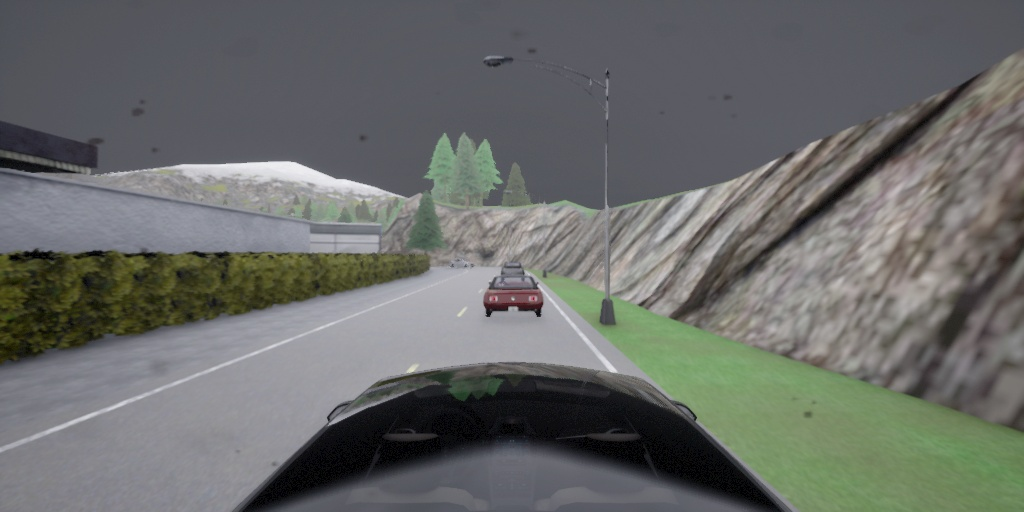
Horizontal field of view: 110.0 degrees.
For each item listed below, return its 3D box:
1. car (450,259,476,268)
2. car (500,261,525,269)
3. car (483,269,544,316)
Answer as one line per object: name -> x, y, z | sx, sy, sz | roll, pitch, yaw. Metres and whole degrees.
car -> -7.741, 1.149, 55.972 | 4.674, 1.442, 1.812 | 0, -1, 37
car -> 0.067, 1.177, 29.557 | 2.128, 1.511, 4.902 | 0, 0, 0
car -> 0.059, 1.324, 13.125 | 1.895, 1.301, 4.718 | 0, 0, 0
